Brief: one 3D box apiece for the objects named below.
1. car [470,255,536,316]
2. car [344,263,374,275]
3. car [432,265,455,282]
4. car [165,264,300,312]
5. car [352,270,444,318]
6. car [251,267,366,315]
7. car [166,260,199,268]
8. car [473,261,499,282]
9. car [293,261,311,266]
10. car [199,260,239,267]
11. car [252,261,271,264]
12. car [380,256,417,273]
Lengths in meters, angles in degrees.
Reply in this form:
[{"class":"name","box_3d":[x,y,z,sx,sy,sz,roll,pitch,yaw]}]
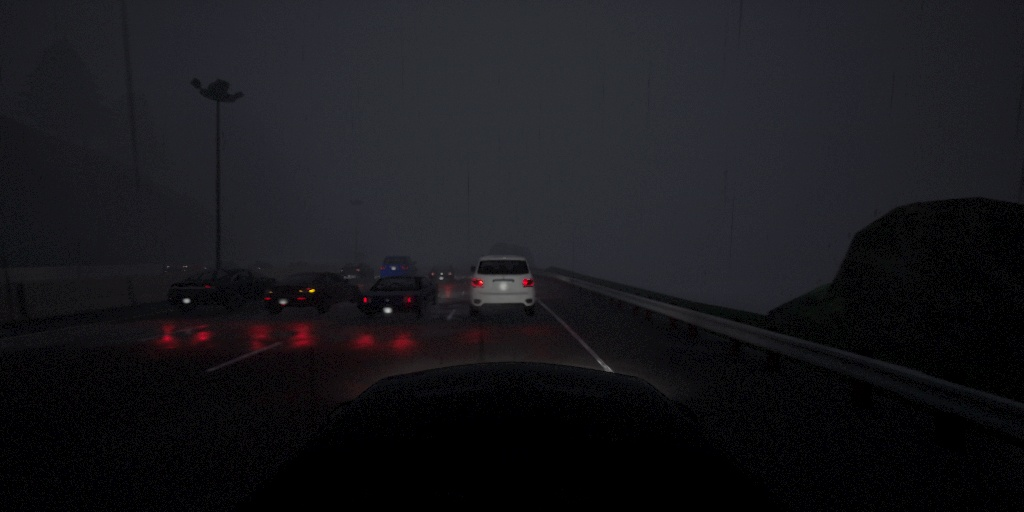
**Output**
[{"class":"car","box_3d":[-0.403,0.977,13.618,2.150,2.045,5.566,0,0,-3]},{"class":"car","box_3d":[-12.754,1.279,29.675,2.128,1.511,4.902,0,0,-9]},{"class":"car","box_3d":[-5.571,1.369,29.024,1.895,1.301,4.718,0,0,-8]},{"class":"car","box_3d":[-10.985,1.272,14.341,2.128,1.511,4.902,0,0,-4]},{"class":"car","box_3d":[-3.881,1.363,13.097,1.895,1.301,4.718,0,0,-3]},{"class":"car","box_3d":[-7.431,1.298,13.729,1.812,1.442,4.674,0,-1,-4]},{"class":"car","box_3d":[-36.465,1.202,40.277,2.097,1.767,4.553,0,0,-14]},{"class":"car","box_3d":[-2.324,1.267,30.932,1.837,1.490,4.892,0,0,-9]},{"class":"car","box_3d":[-27.014,1.391,45.739,1.994,1.385,4.181,0,0,-15]},{"class":"car","box_3d":[-33.051,1.344,41.065,1.837,1.490,4.892,0,0,-14]},{"class":"car","box_3d":[-29.770,1.358,42.375,1.812,1.442,4.674,0,0,-14]},{"class":"car","box_3d":[-9.118,1.001,29.121,2.150,2.045,5.566,0,0,-8]}]
